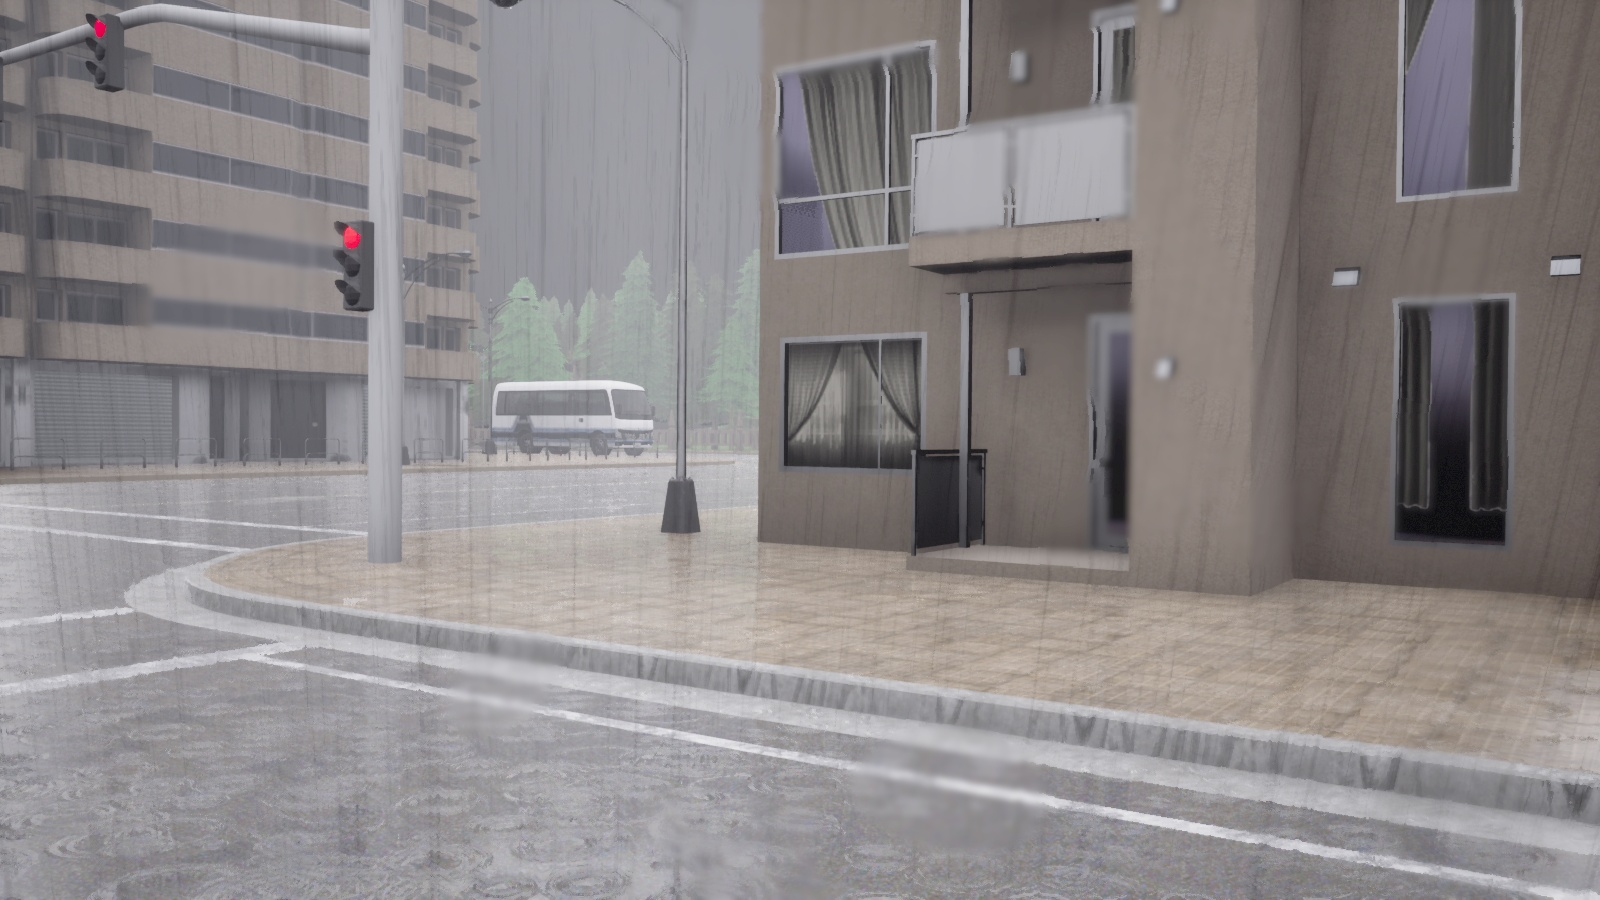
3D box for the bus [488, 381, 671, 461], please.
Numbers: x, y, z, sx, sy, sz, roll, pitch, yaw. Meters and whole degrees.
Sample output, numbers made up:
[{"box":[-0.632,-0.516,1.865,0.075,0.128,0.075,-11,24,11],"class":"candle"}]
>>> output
[{"box":[-12.584,-1.558,71.143,10.273,4.253,3.944,0,1,34],"class":"bus"}]
